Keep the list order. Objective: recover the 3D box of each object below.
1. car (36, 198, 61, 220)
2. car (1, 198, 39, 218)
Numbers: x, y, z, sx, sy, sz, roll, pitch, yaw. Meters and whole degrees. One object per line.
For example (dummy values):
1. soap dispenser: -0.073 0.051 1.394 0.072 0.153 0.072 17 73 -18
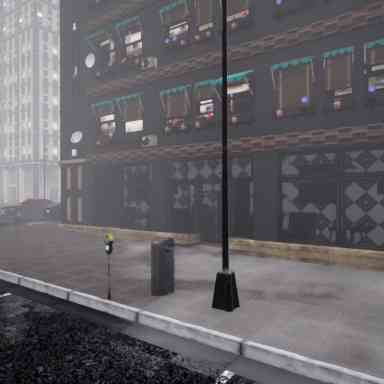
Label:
1. car: -8.261 1.279 23.555 1.947 1.339 4.313 1 1 35
2. car: -12.897 1.262 27.047 1.812 1.442 4.674 0 1 35
